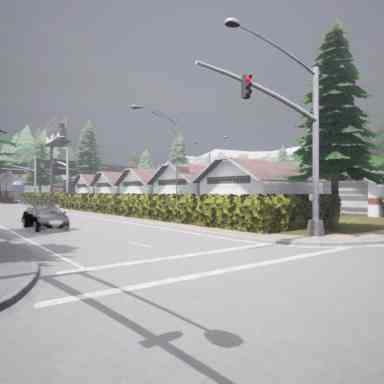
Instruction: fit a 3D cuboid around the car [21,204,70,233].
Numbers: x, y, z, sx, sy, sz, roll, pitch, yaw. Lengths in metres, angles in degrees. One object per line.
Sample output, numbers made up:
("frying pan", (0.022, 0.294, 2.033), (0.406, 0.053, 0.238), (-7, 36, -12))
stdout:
("car", (-8.838, 1.525, 19.932), (2.128, 1.511, 4.902), (0, 1, -38))
